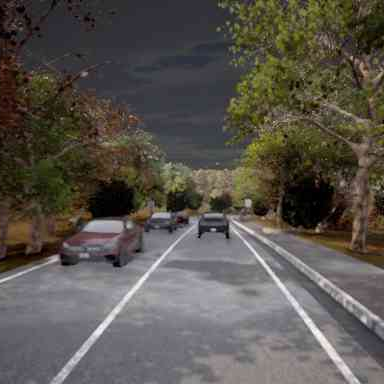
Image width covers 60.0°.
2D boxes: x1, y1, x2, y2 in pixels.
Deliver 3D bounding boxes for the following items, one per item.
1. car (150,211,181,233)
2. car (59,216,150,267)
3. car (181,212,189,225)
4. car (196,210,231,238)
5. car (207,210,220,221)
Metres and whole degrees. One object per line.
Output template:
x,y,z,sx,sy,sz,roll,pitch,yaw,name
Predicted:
-2.128,2.134,24.193,1.812,1.442,4.674,0,-3,4,car
-2.928,1.616,11.791,1.812,1.442,4.674,0,-2,4,car
-1.369,2.820,35.967,1.895,1.301,4.718,0,-3,4,car
1.350,1.980,20.862,1.837,1.490,4.892,0,-3,4,car
3.126,3.384,47.846,1.837,1.490,4.892,0,-3,5,car
